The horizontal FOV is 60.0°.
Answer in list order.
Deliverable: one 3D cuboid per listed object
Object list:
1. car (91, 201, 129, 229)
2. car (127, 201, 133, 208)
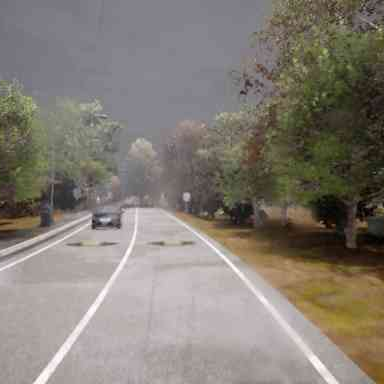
[{"bbox_3d":[-5.682,1.643,22.738,2.128,1.511,4.902,1,0,-9],"label":"car"},{"bbox_3d":[-12.406,2.423,64.805,1.812,1.442,4.674,1,-3,-9],"label":"car"}]
